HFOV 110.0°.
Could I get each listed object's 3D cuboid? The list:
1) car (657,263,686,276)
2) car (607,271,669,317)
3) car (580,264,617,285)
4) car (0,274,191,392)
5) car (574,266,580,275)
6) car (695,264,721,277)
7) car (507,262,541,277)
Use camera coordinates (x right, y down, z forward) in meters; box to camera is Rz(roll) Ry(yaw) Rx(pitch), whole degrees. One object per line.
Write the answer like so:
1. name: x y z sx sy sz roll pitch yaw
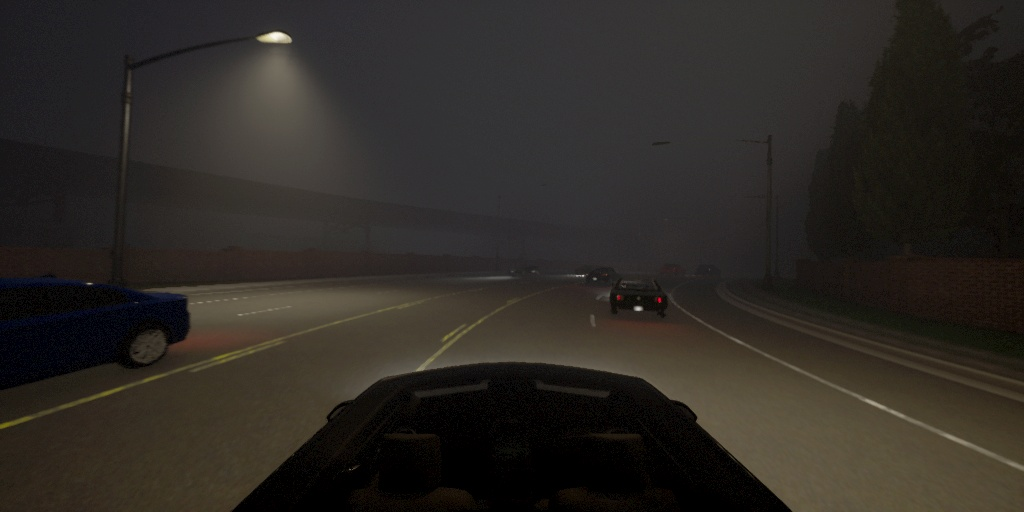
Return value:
1. car: 21.596 1.738 47.968 2.097 1.767 4.553 1 -1 42
2. car: 4.904 1.490 14.171 1.895 1.301 4.718 1 0 17
3. car: 7.029 1.491 27.666 1.812 1.442 4.674 1 0 28
4. car: -6.962 1.028 4.506 1.882 1.535 5.008 1 0 3
5. car: 9.303 1.677 44.426 1.994 1.385 4.181 1 -1 37
6. car: 26.332 1.852 48.086 2.097 1.767 4.553 1 -1 45
7. car: 1.357 1.415 39.071 2.128 1.511 4.902 1 -1 33
